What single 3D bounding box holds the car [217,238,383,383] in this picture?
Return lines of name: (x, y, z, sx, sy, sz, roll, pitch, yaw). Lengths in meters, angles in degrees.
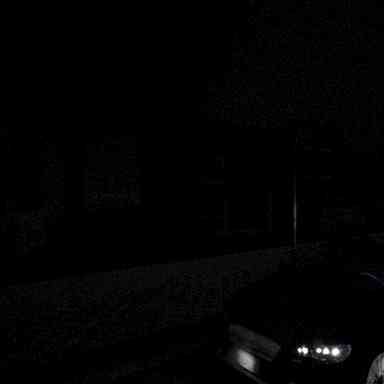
car: (2.563, 1.498, 4.890, 4.902, 1.511, 2.128, 0, 0, -35)
